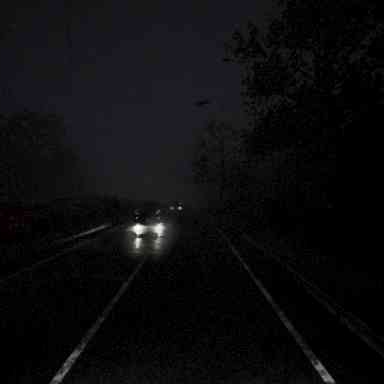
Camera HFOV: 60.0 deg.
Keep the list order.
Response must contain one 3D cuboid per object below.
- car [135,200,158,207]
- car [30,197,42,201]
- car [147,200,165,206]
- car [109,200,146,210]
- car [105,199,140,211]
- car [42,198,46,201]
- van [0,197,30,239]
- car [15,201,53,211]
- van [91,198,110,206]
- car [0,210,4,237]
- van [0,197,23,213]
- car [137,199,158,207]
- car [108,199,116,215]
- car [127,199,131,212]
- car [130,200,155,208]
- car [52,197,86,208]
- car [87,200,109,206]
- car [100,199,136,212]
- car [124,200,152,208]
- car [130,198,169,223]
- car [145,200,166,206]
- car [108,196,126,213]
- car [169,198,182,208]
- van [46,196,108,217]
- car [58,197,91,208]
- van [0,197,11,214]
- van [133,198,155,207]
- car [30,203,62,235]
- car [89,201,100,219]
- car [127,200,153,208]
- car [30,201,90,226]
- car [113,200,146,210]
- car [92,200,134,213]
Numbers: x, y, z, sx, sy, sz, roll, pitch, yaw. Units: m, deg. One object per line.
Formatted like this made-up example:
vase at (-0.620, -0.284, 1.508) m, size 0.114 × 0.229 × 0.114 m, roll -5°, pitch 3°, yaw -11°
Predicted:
car at (-10.163, 2.581, 73.922) m, size 4.792 × 1.488 × 2.163 m, roll 0°, pitch -1°, yaw 0°
car at (-23.267, 1.616, 43.440) m, size 5.566 × 2.045 × 2.435 m, roll 0°, pitch -1°, yaw 0°
car at (-10.088, 3.096, 93.337) m, size 4.892 × 1.521 × 2.231 m, roll 0°, pitch -2°, yaw 0°
car at (-10.008, 2.050, 51.718) m, size 5.366 × 1.575 × 1.946 m, roll 0°, pitch -1°, yaw 0°
car at (-10.170, 1.866, 48.946) m, size 4.553 × 1.767 × 2.185 m, roll 0°, pitch -1°, yaw 0°
car at (-23.282, 1.932, 46.329) m, size 5.008 × 1.535 × 2.097 m, roll 0°, pitch -1°, yaw 0°
van at (-10.407, 1.317, 15.654) m, size 4.442 × 1.987 × 1.878 m, roll 0°, pitch 0°, yaw 0°
car at (-23.278, 2.034, 49.098) m, size 4.674 × 1.452 × 2.002 m, roll 0°, pitch -1°, yaw 0°
van at (-23.301, 2.611, 84.975) m, size 4.442 × 1.987 × 1.878 m, roll 0°, pitch -2°, yaw 0°
car at (-10.301, 1.565, 12.876) m, size 4.674 × 1.452 × 2.002 m, roll 0°, pitch 0°, yaw 0°
van at (-23.420, 1.579, 40.670) m, size 4.442 × 1.987 × 1.878 m, roll 0°, pitch -1°, yaw 0°
car at (-10.158, 2.490, 76.698) m, size 4.553 × 1.767 × 2.185 m, roll 0°, pitch -1°, yaw 0°
car at (-10.275, 1.677, 32.315) m, size 4.792 × 1.488 × 2.163 m, roll 0°, pitch -1°, yaw 0°
car at (-10.226, 1.845, 40.616) m, size 4.674 × 1.452 × 2.002 m, roll 0°, pitch -1°, yaw 0°
car at (-10.120, 2.456, 68.370) m, size 4.792 × 1.488 × 2.163 m, roll 0°, pitch -1°, yaw 0°
car at (-23.215, 2.053, 62.952) m, size 5.566 × 2.045 × 2.435 m, roll 0°, pitch -1°, yaw 0°
car at (-23.220, 2.786, 82.198) m, size 4.792 × 1.488 × 2.163 m, roll 0°, pitch -2°, yaw 0°
car at (-10.177, 1.803, 46.170) m, size 4.553 × 1.767 × 2.185 m, roll 0°, pitch -1°, yaw 0°
car at (-10.135, 2.332, 62.820) m, size 4.792 × 1.488 × 2.163 m, roll 0°, pitch -1°, yaw 0°
car at (-3.291, 1.502, 26.753) m, size 2.097 × 1.767 × 4.553 m, roll 0°, pitch -1°, yaw 0°
car at (-9.904, 3.006, 90.562) m, size 5.366 × 1.575 × 1.946 m, roll 0°, pitch -2°, yaw 0°
car at (-10.267, 1.429, 35.071) m, size 5.566 × 2.045 × 2.435 m, roll 0°, pitch -1°, yaw 0°
car at (-3.150, 2.274, 68.136) m, size 2.097 × 1.767 × 4.553 m, roll 0°, pitch -1°, yaw 0°
van at (-10.137, 1.404, 29.534) m, size 4.442 × 1.987 × 1.878 m, roll 0°, pitch 0°, yaw 0°
car at (-23.208, 2.115, 65.722) m, size 5.566 × 2.045 × 2.435 m, roll 0°, pitch -1°, yaw 0°
van at (-23.427, 1.520, 38.026) m, size 4.442 × 1.987 × 1.878 m, roll 0°, pitch -1°, yaw 0°
van at (-10.258, 2.263, 71.152) m, size 4.442 × 1.987 × 1.878 m, roll 0°, pitch -1°, yaw 0°
car at (-10.289, 1.560, 18.429) m, size 5.008 × 1.535 × 2.097 m, roll 0°, pitch 0°, yaw 0°
car at (-10.263, 1.653, 26.757) m, size 4.674 × 1.452 × 2.002 m, roll 0°, pitch 0°, yaw 0°
car at (-10.127, 2.394, 65.595) m, size 4.792 × 1.488 × 2.163 m, roll 0°, pitch -1°, yaw 0°
car at (-10.238, 1.625, 23.979) m, size 4.792 × 1.488 × 2.163 m, roll 0°, pitch 0°, yaw 0°
car at (-10.180, 2.117, 54.494) m, size 4.892 × 1.521 × 2.231 m, roll 0°, pitch -1°, yaw 0°
car at (-10.210, 1.867, 43.392) m, size 5.008 × 1.535 × 2.097 m, roll 0°, pitch -1°, yaw 0°
